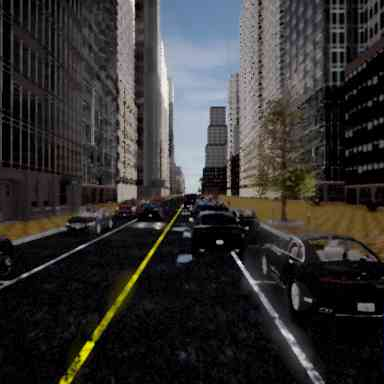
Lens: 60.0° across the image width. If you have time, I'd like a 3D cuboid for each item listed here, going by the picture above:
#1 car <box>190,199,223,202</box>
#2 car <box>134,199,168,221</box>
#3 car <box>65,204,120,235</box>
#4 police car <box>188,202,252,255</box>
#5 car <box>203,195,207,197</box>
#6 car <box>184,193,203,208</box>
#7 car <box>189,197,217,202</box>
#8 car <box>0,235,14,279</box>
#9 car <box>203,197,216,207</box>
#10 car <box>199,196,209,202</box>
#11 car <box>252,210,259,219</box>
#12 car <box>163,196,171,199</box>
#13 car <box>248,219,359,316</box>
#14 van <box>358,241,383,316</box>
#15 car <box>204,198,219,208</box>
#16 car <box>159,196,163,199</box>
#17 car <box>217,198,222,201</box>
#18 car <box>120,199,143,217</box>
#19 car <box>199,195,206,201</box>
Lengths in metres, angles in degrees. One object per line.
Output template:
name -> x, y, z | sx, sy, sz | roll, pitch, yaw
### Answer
car -> 0.900, 1.495, 23.282 | 1.837, 1.490, 4.892 | 0, 0, 0
car -> -3.097, 1.553, 26.636 | 1.994, 1.385, 4.181 | 0, 0, 0
car -> -5.684, 1.542, 18.734 | 2.008, 1.369, 4.403 | 0, 0, 0
police car -> 0.900, 1.419, 13.391 | 1.930, 1.638, 5.238 | 0, 0, 0
car -> 2.698, 1.424, 41.467 | 1.967, 1.590, 4.097 | 0, 0, 0
car -> 0.006, 1.206, 46.939 | 2.150, 2.045, 5.566 | 0, 0, 0
car -> 0.900, 1.493, 29.283 | 1.837, 1.490, 4.892 | 0, 0, 0
car -> -5.684, 1.563, 7.356 | 1.947, 1.339, 4.313 | 0, 0, 0
car -> 2.698, 1.563, 52.846 | 1.802, 1.307, 4.206 | 0, 0, 0
car -> 2.699, 1.545, 75.601 | 1.947, 1.339, 4.313 | 0, 0, 0
car -> 2.697, 1.542, 18.713 | 2.008, 1.369, 4.403 | 0, 0, 0
car -> -5.682, 1.524, 64.247 | 1.887, 1.381, 4.507 | 0, 0, 0
car -> 2.696, 1.547, 7.335 | 2.008, 1.369, 4.403 | 0, 0, 0
van -> 2.698, 1.340, 1.646 | 1.690, 1.788, 3.998 | 0, 0, 0
car -> 2.698, 1.527, 47.157 | 1.887, 1.381, 4.507 | 0, 0, 0
car -> -5.683, 1.527, 47.179 | 1.887, 1.381, 4.507 | 0, 0, 0
car -> 2.697, 1.536, 35.779 | 2.008, 1.369, 4.403 | 0, 0, 0
car -> -5.682, 1.428, 30.113 | 1.967, 1.590, 4.097 | 0, 0, 0
car -> 2.699, 1.504, 87.150 | 1.752, 1.417, 4.829 | 0, 0, 0
